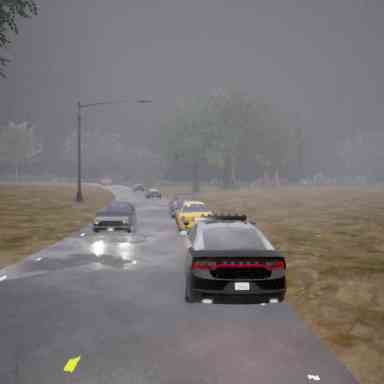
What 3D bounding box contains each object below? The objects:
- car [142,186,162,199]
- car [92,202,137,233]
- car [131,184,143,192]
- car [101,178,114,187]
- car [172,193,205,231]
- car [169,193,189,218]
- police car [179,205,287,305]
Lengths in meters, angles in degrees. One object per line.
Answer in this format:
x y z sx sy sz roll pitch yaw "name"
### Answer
-5.325 0.151 45.668 1.812 1.442 4.674 0 3 -13 "car"
-3.948 1.255 17.830 2.033 1.411 5.357 0 1 -5 "car"
-10.370 -0.835 63.607 1.837 1.490 4.892 0 3 -20 "car"
-20.626 -2.328 80.943 2.150 2.045 5.566 0 3 -25 "car"
0.042 1.164 18.371 1.801 1.575 5.366 -2 3 -5 "car"
-0.568 0.864 24.193 2.097 1.767 4.553 -1 1 -7 "car"
0.747 1.356 8.213 1.930 1.638 5.238 0 1 -2 "police car"
